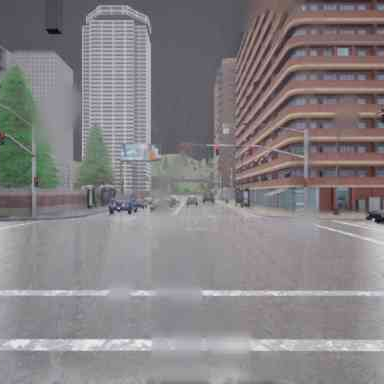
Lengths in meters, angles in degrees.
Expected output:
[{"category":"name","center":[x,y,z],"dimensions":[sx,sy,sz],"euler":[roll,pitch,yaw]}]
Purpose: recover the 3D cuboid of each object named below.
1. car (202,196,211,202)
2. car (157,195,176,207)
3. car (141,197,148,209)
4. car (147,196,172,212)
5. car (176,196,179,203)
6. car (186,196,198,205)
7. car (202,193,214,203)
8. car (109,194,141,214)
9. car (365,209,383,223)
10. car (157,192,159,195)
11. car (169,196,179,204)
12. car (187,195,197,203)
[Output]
[{"category":"car","center":[3.391,1.576,78.236],"dimensions":[1.895,1.301,4.718],"euler":[0,0,0]},{"category":"car","center":[-3.658,1.526,47.343],"dimensions":[1.812,1.442,4.674],"euler":[0,0,0]},{"category":"car","center":[-7.163,1.547,45.437],"dimensions":[2.033,1.411,5.357],"euler":[0,0,0]},{"category":"car","center":[-3.651,1.526,38.247],"dimensions":[1.812,1.442,4.674],"euler":[0,0,0]},{"category":"car","center":[-3.663,1.547,57.054],"dimensions":[2.033,1.411,5.357],"euler":[0,0,0]},{"category":"car","center":[0.020,1.546,57.028],"dimensions":[2.033,1.411,5.357],"euler":[0,0,0]},{"category":"car","center":[3.405,1.221,68.668],"dimensions":[2.150,2.045,5.566],"euler":[0,0,0]},{"category":"car","center":[-7.150,1.222,35.187],"dimensions":[2.150,2.045,5.566],"euler":[0,0,0]},{"category":"car","center":[15.000,1.492,23.239],"dimensions":[5.357,1.411,2.033],"euler":[0,0,-12]},{"category":"car","center":[-7.134,1.352,64.775],"dimensions":[2.097,1.767,4.553],"euler":[0,0,0]},{"category":"car","center":[-3.615,1.526,67.010],"dimensions":[1.812,1.442,4.674],"euler":[0,0,0]},{"category":"car","center":[0.003,1.477,69.905],"dimensions":[1.882,1.535,5.008],"euler":[0,0,0]}]
